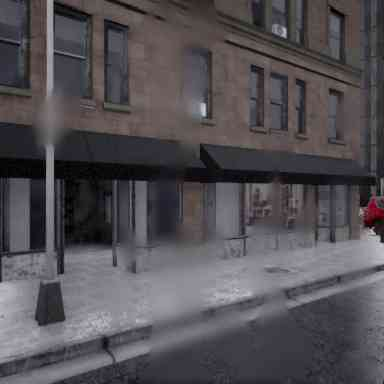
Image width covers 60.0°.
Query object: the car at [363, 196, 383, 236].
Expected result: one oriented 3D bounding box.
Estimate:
[{"bbox_3d":[11.181,1.228,15.856,2.150,2.045,5.566,0,0,-35],"label":"car"}]
